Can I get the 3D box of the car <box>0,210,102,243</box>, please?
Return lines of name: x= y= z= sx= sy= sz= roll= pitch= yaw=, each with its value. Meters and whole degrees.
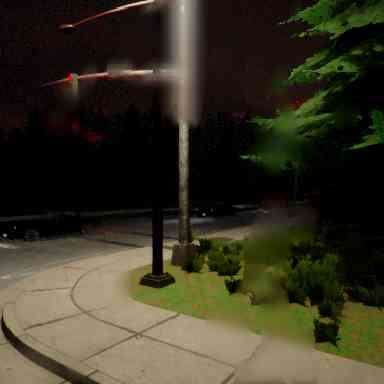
car: x=-6.867 y=1.574 z=16.284 sx=1.895 sy=1.301 sz=4.718 roll=0 pitch=0 yaw=35

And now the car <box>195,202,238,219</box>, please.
car: x=2.256 y=1.574 z=29.481 sx=1.895 sy=1.301 sz=4.718 roll=0 pitch=0 yaw=35

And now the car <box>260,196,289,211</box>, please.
car: x=10.062 y=1.326 z=40.490 sx=2.097 sy=1.767 sz=4.553 roll=0 pitch=0 yaw=36

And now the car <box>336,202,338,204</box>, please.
car: x=22.699 y=1.465 z=51.378 sx=2.128 sy=1.511 sz=4.902 roll=0 pitch=0 yaw=37

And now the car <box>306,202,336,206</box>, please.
car: x=16.399 y=1.195 z=42.910 sx=2.150 sy=2.045 sz=5.566 roll=0 pitch=0 yaw=36
